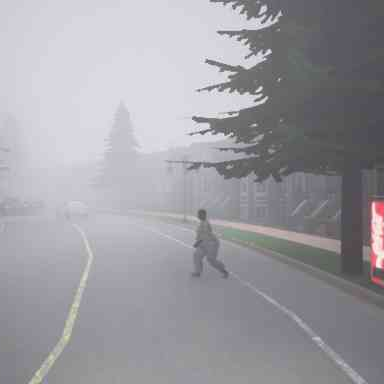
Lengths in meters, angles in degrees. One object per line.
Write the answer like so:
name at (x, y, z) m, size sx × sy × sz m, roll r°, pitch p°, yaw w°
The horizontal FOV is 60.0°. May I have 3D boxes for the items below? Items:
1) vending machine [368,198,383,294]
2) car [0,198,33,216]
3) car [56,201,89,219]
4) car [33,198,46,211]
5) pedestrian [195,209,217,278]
vending machine at (4.748, 1.195, 7.480) m, size 1.100 × 2.100 × 0.880 m, roll 0°, pitch 0°, yaw -9°
car at (-17.424, 1.351, 32.222) m, size 2.097 × 1.767 × 4.553 m, roll 0°, pitch 0°, yaw -41°
car at (-10.698, 1.525, 29.674) m, size 1.812 × 1.442 × 4.674 m, roll 0°, pitch 0°, yaw -37°
car at (-18.977, 1.490, 39.568) m, size 2.128 × 1.511 × 4.902 m, roll 0°, pitch 0°, yaw -42°
pedestrian at (0.356, 1.294, 8.507) m, size 0.375 × 1.860 × 0.375 m, roll 0°, pitch 0°, yaw -10°
